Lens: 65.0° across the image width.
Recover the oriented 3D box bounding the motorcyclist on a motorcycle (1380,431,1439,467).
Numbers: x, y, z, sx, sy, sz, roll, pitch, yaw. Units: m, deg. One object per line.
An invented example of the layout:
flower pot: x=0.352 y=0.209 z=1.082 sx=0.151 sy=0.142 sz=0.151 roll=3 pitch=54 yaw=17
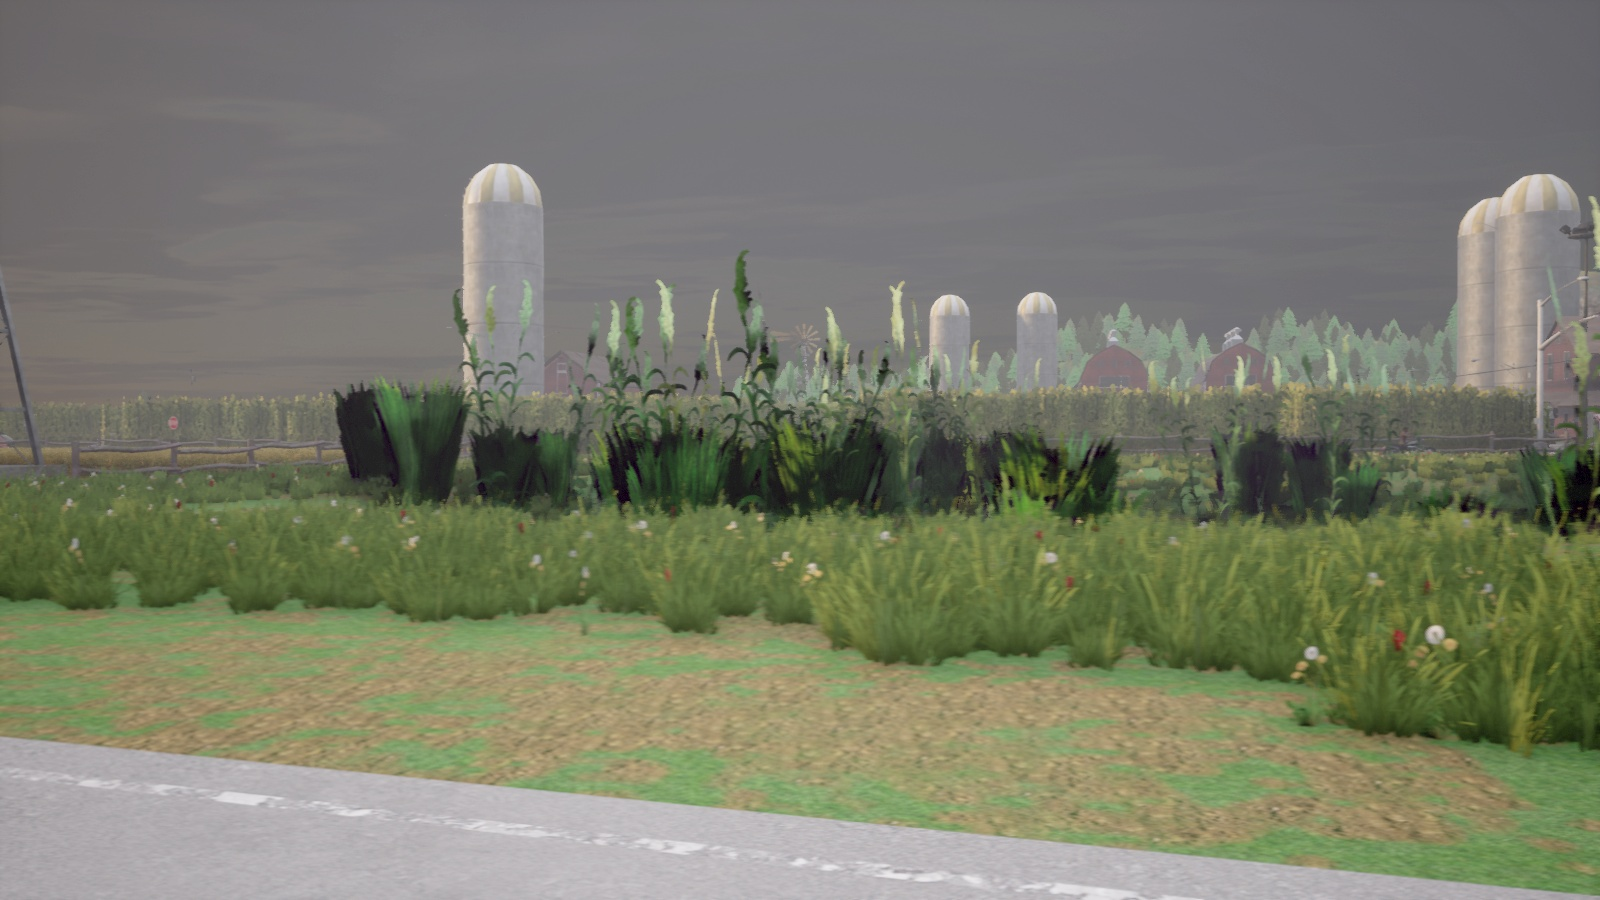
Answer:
motorcyclist on a motorcycle: x=28.424 y=-0.054 z=58.567 sx=2.350 sy=1.649 sz=0.766 roll=1 pitch=1 yaw=13
